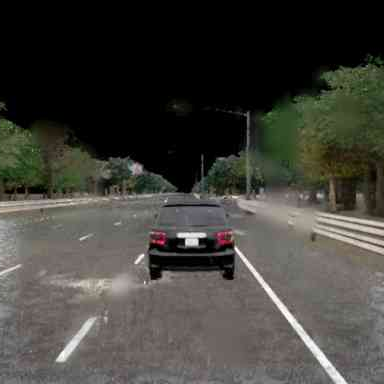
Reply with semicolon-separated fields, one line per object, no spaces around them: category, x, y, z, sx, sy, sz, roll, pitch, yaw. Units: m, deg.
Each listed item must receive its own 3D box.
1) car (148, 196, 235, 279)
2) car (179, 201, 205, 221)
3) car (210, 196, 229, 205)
car;-0.009;1.214;10.139;2.150;2.045;5.566;0;0;0
car;-0.019;1.546;27.860;1.994;1.385;4.181;0;0;0
car;4.967;1.497;59.757;2.033;1.411;5.357;0;0;20
